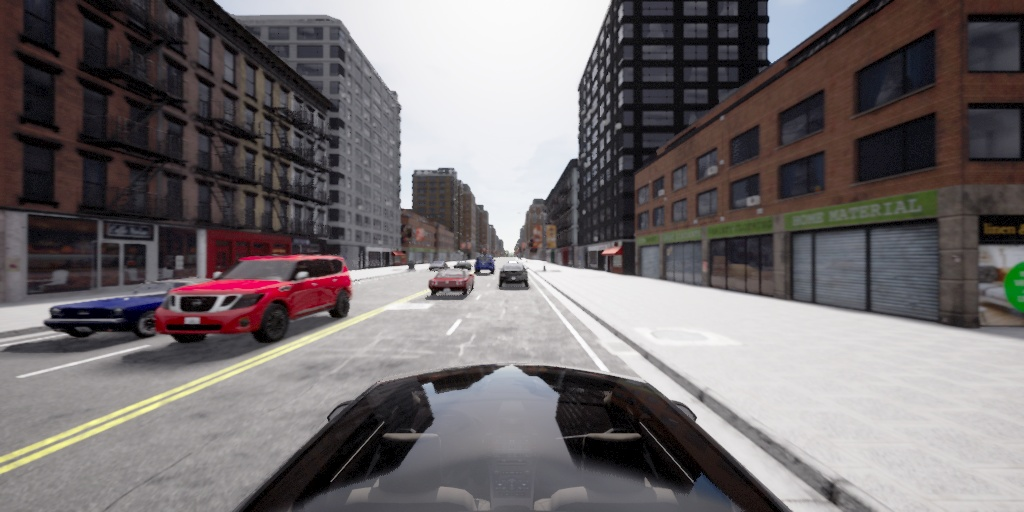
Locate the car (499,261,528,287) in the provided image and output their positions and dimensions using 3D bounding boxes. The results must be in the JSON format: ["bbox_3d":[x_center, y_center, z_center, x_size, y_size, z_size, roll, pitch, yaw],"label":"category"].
[{"bbox_3d":[0.107,1.235,24.828,1.882,1.535,5.008,0,0,0],"label":"car"}]

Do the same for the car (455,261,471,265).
[{"bbox_3d":[-6.512,1.366,47.050,1.895,1.301,4.718,0,0,1],"label":"car"}]

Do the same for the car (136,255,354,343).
[{"bbox_3d":[-6.501,0.976,10.065,2.150,2.045,5.566,0,0,0],"label":"car"}]

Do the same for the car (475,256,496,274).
[{"bbox_3d":[-3.135,0.986,42.472,2.150,2.045,5.566,0,0,0],"label":"car"}]

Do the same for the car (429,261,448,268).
[{"bbox_3d":[-9.750,1.314,48.089,2.033,1.411,5.357,0,0,1],"label":"car"}]

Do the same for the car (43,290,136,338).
[{"bbox_3d":[-9.747,1.354,10.354,1.895,1.301,4.718,0,0,0],"label":"car"}]

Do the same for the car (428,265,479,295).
[{"bbox_3d":[-3.144,1.357,19.632,1.895,1.301,4.718,0,0,0],"label":"car"}]
